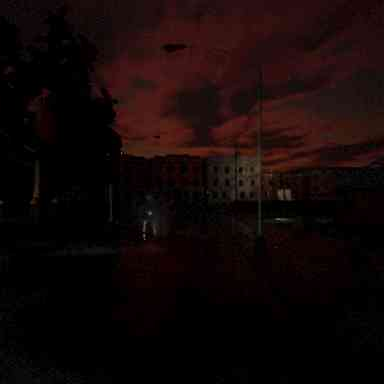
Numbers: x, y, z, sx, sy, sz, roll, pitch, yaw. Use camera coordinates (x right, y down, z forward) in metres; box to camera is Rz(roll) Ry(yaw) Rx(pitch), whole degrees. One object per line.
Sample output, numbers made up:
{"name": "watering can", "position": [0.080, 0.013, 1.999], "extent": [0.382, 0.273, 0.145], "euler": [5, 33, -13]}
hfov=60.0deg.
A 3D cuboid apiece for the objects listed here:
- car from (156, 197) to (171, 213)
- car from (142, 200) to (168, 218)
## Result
{"name": "car", "position": [-4.077, 1.719, 45.669], "extent": [2.150, 2.045, 5.566], "euler": [0, -1, 1]}
{"name": "car", "position": [-4.106, 1.874, 35.078], "extent": [2.128, 1.511, 4.902], "euler": [0, -1, 0]}
